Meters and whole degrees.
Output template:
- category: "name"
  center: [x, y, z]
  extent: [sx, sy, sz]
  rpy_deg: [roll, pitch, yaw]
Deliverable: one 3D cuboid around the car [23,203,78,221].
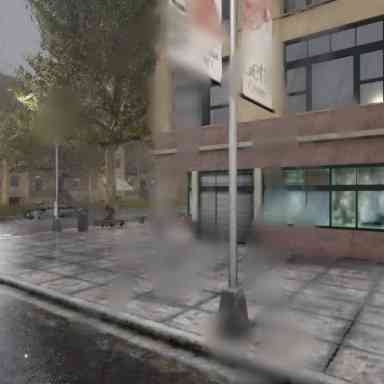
- category: "car"
  center: [-11.421, 1.564, 27.151]
  extent: [1.994, 1.385, 4.181]
  rpy_deg: [0, 0, 36]
